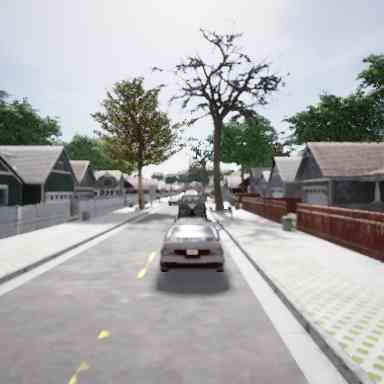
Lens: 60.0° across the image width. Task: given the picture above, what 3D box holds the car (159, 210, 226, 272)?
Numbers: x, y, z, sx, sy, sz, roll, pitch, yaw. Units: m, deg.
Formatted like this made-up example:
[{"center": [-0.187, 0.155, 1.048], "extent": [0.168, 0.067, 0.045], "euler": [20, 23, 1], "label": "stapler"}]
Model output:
[{"center": [0.022, 1.526, 10.706], "extent": [2.033, 1.411, 5.357], "euler": [0, 0, 0], "label": "car"}]

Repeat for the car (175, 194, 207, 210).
[{"center": [0.036, 1.172, 26.823], "extent": [2.150, 2.045, 5.566], "euler": [0, 0, 1], "label": "car"}]

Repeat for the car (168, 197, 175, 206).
[{"center": [-2.767, 1.444, 52.833], "extent": [2.033, 1.411, 5.357], "euler": [0, 0, 1], "label": "car"}]
